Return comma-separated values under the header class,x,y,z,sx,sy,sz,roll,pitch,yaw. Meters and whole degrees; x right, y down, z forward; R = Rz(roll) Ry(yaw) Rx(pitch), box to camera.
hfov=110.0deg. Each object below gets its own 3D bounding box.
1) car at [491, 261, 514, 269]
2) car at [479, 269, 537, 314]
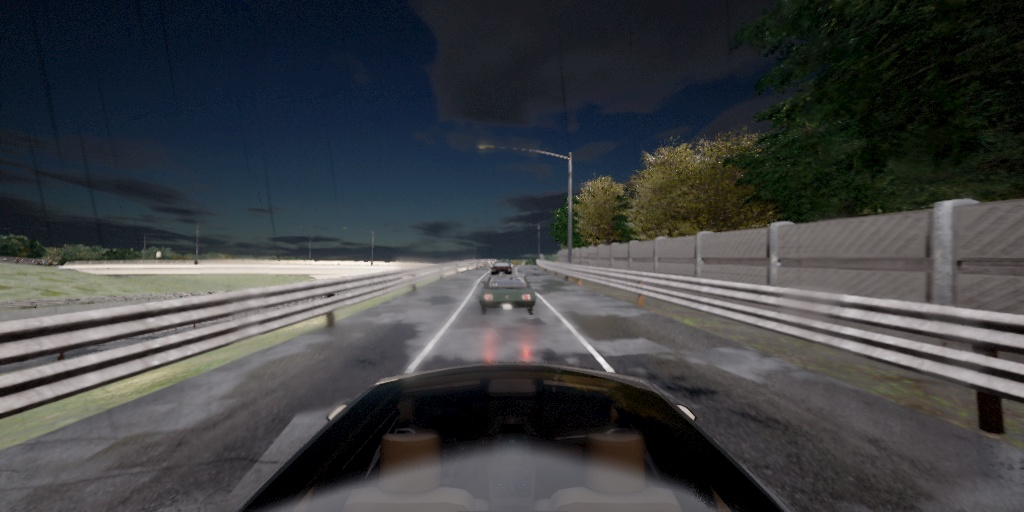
class,x,y,z,sx,sy,sz,roll,pitch,yaw
car,-0.885,1.221,31.979,1.882,1.535,5.008,0,0,-1
car,-0.182,1.351,13.707,1.895,1.301,4.718,0,0,-1
